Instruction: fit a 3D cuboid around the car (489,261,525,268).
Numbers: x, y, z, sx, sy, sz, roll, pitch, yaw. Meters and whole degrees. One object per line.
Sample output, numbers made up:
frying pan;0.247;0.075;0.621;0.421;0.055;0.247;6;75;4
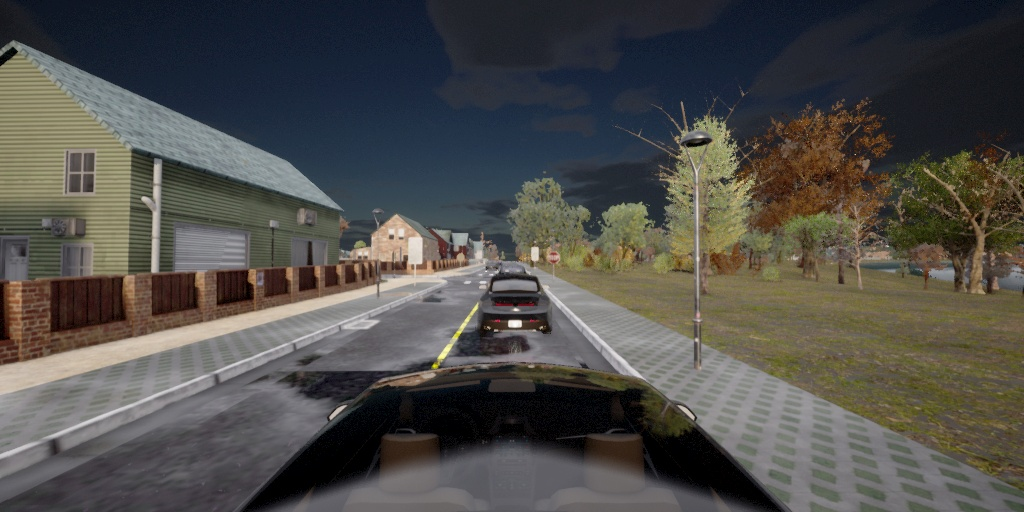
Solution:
car;0.033;1.261;20.469;2.128;1.511;4.902;0;0;0

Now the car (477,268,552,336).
car;0.069;1.261;10.434;1.837;1.490;4.892;0;0;0

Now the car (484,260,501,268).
car;-2.911;1.355;52.890;1.837;1.490;4.892;0;0;0
